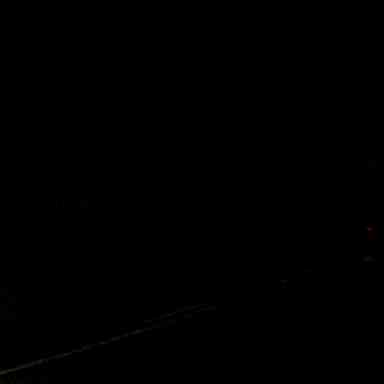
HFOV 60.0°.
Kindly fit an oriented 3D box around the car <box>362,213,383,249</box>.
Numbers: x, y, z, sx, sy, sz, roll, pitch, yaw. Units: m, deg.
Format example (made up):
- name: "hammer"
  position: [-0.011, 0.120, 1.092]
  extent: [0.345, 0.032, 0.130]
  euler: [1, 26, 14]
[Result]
- name: "car"
  position: [8.492, 1.566, 13.990]
  extent: [1.994, 1.385, 4.181]
  euler: [0, 0, 36]
